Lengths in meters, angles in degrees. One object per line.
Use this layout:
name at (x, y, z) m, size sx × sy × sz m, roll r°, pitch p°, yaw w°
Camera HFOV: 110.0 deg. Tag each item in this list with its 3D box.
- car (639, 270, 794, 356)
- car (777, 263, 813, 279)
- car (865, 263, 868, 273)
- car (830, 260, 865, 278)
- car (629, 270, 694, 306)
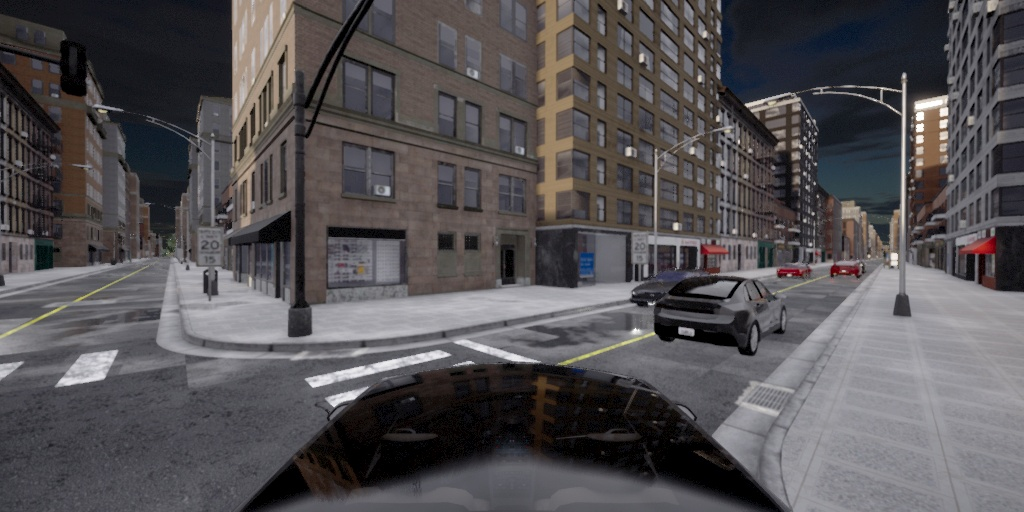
car at (5.174, 1.232, 8.695) m, size 4.892 × 1.490 × 1.837 m, roll 0°, pitch 0°, yaw -44°
car at (24.016, 1.248, 30.459) m, size 4.718 × 1.301 × 1.895 m, roll 0°, pitch 0°, yaw -43°
car at (37.630, 1.134, 39.457) m, size 4.902 × 1.511 × 2.128 m, roll 0°, pitch 0°, yaw -43°
car at (30.069, 1.132, 32.235) m, size 5.008 × 1.535 × 1.882 m, roll 0°, pitch 0°, yaw -43°
car at (6.677, 1.247, 14.055) m, size 5.357 × 1.411 × 2.033 m, roll 0°, pitch 0°, yaw -44°
